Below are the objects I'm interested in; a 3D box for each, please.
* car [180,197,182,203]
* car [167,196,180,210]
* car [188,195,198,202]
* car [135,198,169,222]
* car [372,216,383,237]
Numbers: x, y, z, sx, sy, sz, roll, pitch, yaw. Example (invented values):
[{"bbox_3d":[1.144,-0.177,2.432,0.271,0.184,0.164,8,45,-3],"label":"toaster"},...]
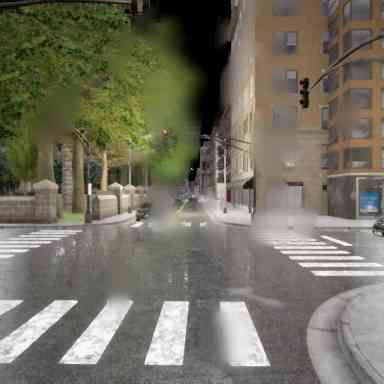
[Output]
[{"bbox_3d":[-2.860,1.515,63.764,1.895,1.301,4.718,0,0,0],"label":"car"},{"bbox_3d":[-2.999,1.449,42.367,2.128,1.511,4.902,0,0,0],"label":"car"},{"bbox_3d":[0.205,1.424,70.737,1.812,1.442,4.674,0,0,0],"label":"car"},{"bbox_3d":[-3.167,1.491,26.117,1.837,1.490,4.892,0,0,2],"label":"car"},{"bbox_3d":[11.004,1.366,15.548,4.553,1.767,2.097,0,0,0],"label":"car"}]
